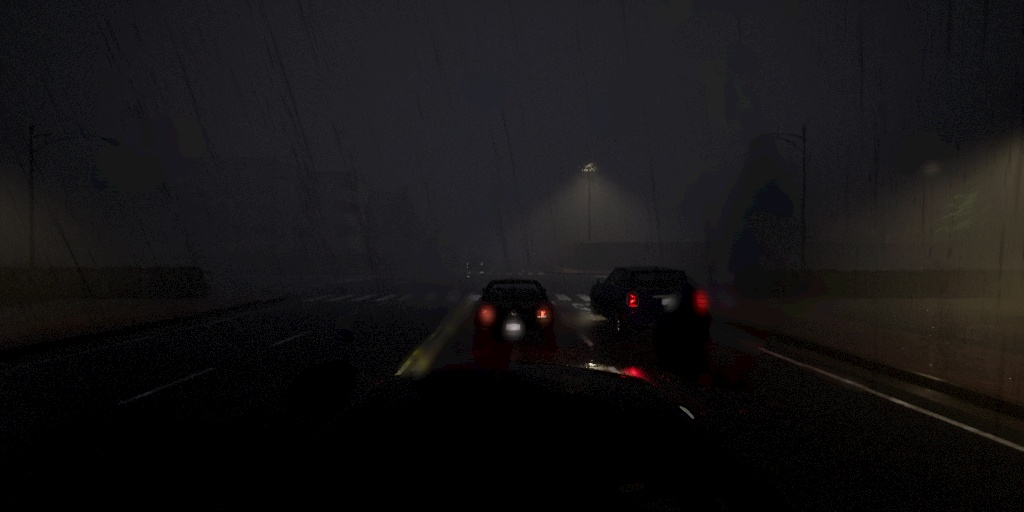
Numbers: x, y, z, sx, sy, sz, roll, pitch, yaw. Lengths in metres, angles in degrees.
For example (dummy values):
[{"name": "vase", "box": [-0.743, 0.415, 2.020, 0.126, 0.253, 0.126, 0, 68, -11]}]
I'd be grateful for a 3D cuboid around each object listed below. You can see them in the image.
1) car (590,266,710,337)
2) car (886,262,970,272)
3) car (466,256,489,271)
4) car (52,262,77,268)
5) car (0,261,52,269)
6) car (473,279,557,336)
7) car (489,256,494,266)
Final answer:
[{"name": "car", "box": [3.632, 1.056, 10.299, 2.097, 1.767, 4.553, 0, 0, 2]}, {"name": "car", "box": [32.835, 1.153, 28.350, 5.357, 1.411, 2.033, 0, 0, 1]}, {"name": "car", "box": [-4.284, 0.861, 43.402, 2.097, 1.767, 4.553, 0, 0, 1]}, {"name": "car", "box": [-32.189, 1.129, 24.847, 4.892, 1.490, 1.837, 0, 0, 0]}, {"name": "car", "box": [-31.082, 1.170, 21.353, 4.674, 1.442, 1.812, 0, 0, 0]}, {"name": "car", "box": [0.063, 1.305, 10.204, 1.895, 1.301, 4.718, 0, 0, 0]}, {"name": "car", "box": [-4.204, 0.758, 62.077, 2.097, 1.767, 4.553, 0, 0, 0]}]
